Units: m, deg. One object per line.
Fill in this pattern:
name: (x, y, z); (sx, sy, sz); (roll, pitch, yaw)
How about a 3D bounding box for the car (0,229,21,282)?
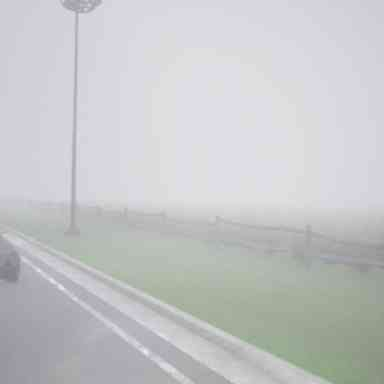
car: (-6.002, 1.524, 8.924); (1.994, 1.385, 4.181); (1, -1, -38)
